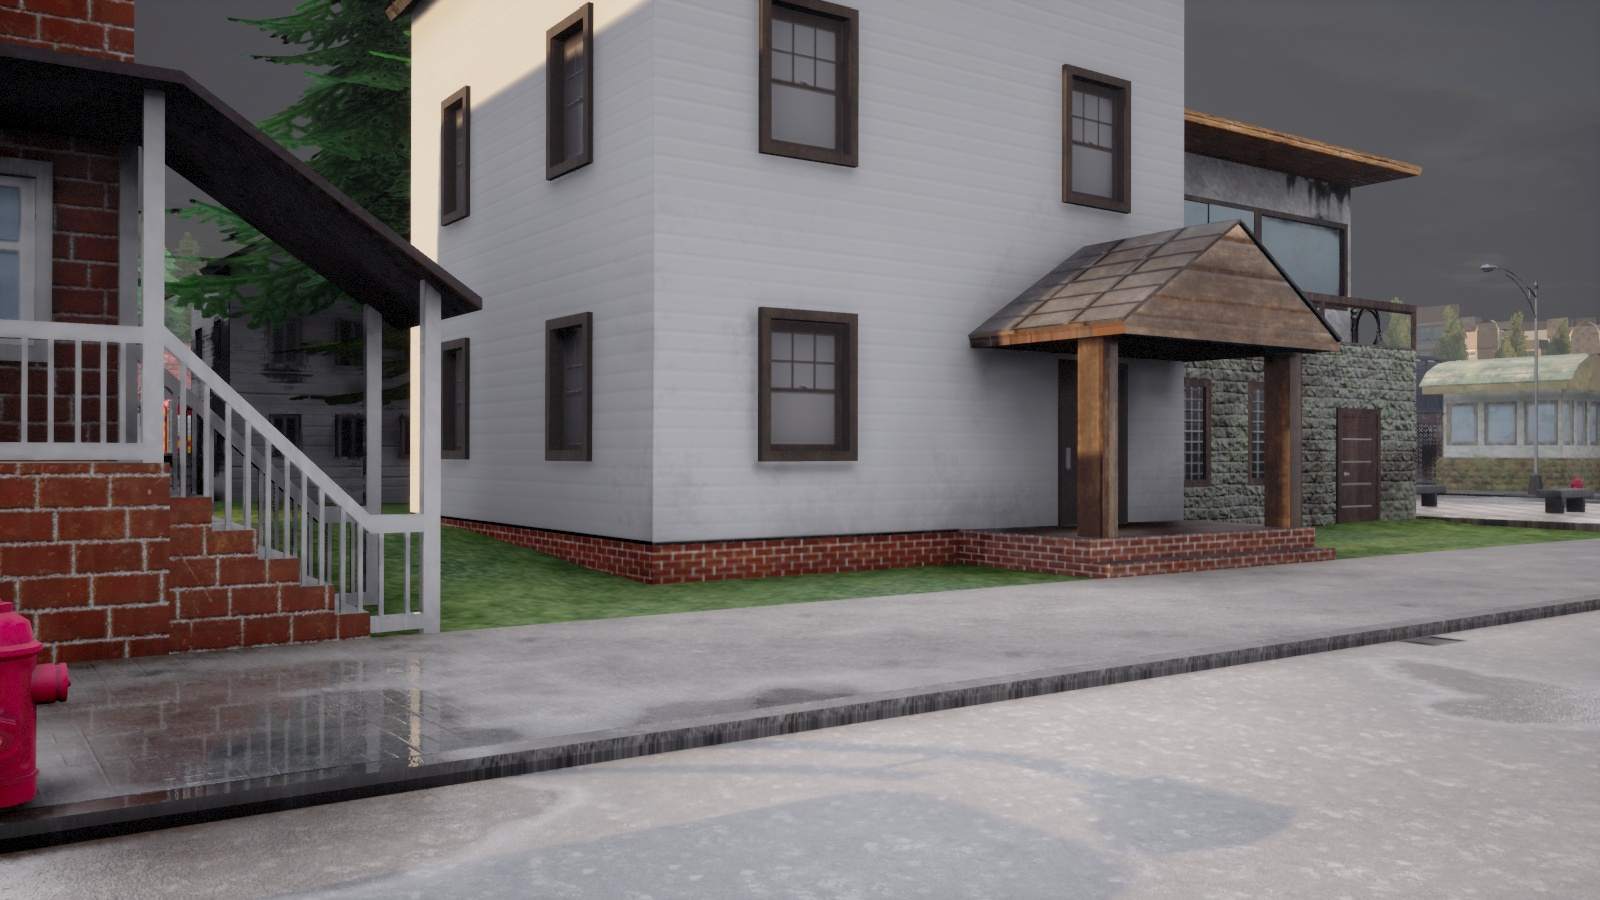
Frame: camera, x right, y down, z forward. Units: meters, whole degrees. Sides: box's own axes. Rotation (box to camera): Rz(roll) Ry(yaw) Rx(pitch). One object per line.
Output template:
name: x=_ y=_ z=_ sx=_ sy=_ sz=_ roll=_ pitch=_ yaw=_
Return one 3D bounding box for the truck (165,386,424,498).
truck: x=-18.606 y=-0.265 z=46.529 sx=8.468 sy=3.827 sz=2.891 roll=0 pitch=0 yaw=-35
